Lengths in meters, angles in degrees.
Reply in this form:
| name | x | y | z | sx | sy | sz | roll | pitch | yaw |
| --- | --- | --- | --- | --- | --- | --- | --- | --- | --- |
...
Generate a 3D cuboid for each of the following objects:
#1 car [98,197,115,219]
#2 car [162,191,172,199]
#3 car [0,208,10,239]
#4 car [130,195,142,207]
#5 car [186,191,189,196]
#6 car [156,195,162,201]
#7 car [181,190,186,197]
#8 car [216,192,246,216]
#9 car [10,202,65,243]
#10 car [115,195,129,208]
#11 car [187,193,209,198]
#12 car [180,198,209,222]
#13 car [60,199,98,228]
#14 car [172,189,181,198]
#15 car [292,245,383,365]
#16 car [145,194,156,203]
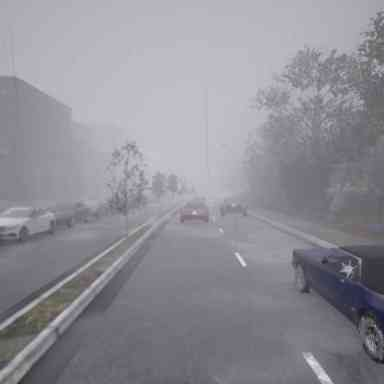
| name | x | y | z | sx | sy | sz | roll | pitch | yaw |
| --- | --- | --- | --- | --- | --- | --- | --- | --- | --- |
| car | -7.927 | 1.298 | 26.704 | 2.002 | 1.452 | 4.674 | 0 | 1 | 0 |
| car | -6.257 | 0.751 | 70.846 | 1.946 | 1.575 | 5.366 | 0 | 1 | 7 |
| car | -8.005 | 1.437 | 10.032 | 2.163 | 1.488 | 4.792 | 0 | 0 | 0 |
| car | -7.848 | 1.087 | 43.246 | 2.097 | 1.535 | 5.008 | 0 | 1 | 1 |
| car | -3.053 | 0.455 | 92.891 | 1.946 | 1.575 | 5.366 | 0 | 1 | 11 |
| car | -7.211 | 0.887 | 59.870 | 1.946 | 1.575 | 5.366 | 0 | 1 | 5 |
| car | -3.976 | 0.285 | 87.557 | 2.435 | 2.045 | 5.566 | 0 | 1 | 10 |
| car | 3.477 | 1.117 | 29.190 | 2.097 | 1.767 | 4.553 | 0 | 1 | 2 |
| car | -7.980 | 1.400 | 15.611 | 2.002 | 1.452 | 4.674 | 0 | 0 | 0 |
| car | -7.900 | 1.204 | 32.254 | 2.231 | 1.521 | 4.892 | 0 | 1 | 0 |
| car | 0.859 | 1.190 | 41.463 | 2.033 | 1.411 | 5.357 | 0 | 1 | 3 |
| car | 0.203 | 1.370 | 24.359 | 1.994 | 1.385 | 4.181 | 0 | 0 | 1 |
| car | -7.952 | 1.340 | 21.127 | 2.163 | 1.488 | 4.792 | 0 | 1 | 0 |
| car | -4.851 | 0.613 | 82.083 | 2.231 | 1.521 | 4.892 | 0 | 1 | 9 |
| car | 3.244 | 1.559 | 5.700 | 1.895 | 1.301 | 4.718 | 0 | 0 | 0 |
| car | -7.614 | 1.006 | 52.841 | 2.163 | 1.488 | 4.792 | 0 | 1 | 3 |
